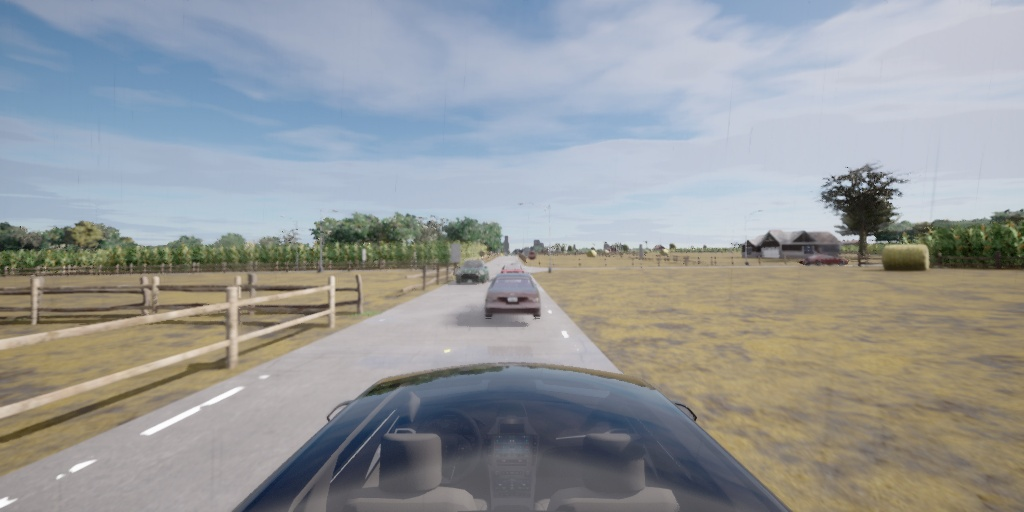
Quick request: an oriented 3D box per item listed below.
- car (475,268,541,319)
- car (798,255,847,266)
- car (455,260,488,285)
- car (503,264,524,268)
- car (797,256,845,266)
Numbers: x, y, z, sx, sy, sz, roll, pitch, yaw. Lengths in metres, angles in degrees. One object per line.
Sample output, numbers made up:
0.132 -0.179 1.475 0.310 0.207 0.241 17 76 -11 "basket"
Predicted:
0.042 1.324 12.982 2.033 1.411 5.357 0 0 0 "car"
39.580 0.569 45.399 4.674 1.442 1.812 -1 -1 0 "car"
-2.819 1.090 26.331 2.097 1.767 4.553 0 0 0 "car"
0.055 1.316 29.540 1.895 1.301 4.718 0 0 0 "car"
41.461 0.671 48.206 4.718 1.301 1.895 -1 -1 1 "car"
